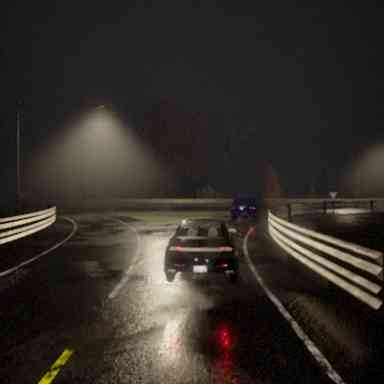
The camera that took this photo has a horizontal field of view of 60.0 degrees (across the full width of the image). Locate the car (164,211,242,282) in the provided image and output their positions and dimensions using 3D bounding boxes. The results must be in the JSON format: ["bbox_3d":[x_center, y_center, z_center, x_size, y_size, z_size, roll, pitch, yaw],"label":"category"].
[{"bbox_3d":[0.333,1.538,9.943,2.128,1.511,4.902,0,0,3],"label":"car"}]

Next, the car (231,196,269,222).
[{"bbox_3d":[4.909,1.349,27.747,2.150,2.045,5.566,0,0,25],"label":"car"}]
